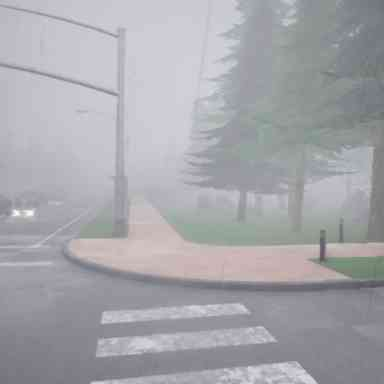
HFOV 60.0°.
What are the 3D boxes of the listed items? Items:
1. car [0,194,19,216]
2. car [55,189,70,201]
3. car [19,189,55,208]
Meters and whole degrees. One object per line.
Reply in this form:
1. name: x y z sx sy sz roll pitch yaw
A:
1. car: -12.305 0.790 19.715 1.882 1.535 5.008 1 2 -10
2. car: -15.858 0.296 39.477 2.033 1.411 5.357 1 2 -10
3. car: -14.079 0.525 29.482 2.128 1.511 4.902 1 2 -10
